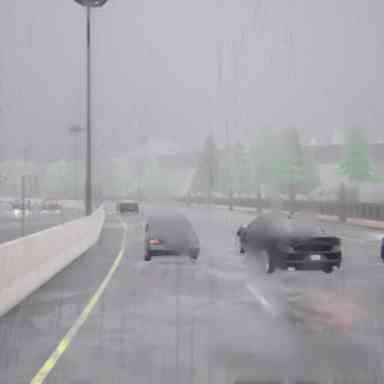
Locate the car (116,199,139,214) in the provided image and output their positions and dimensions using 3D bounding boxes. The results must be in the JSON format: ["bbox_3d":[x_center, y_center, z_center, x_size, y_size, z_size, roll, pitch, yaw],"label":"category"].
[{"bbox_3d":[-7.121,1.527,36.407,1.882,1.535,5.008,0,0,-21],"label":"car"}]

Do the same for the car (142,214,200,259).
[{"bbox_3d":[-0.893,1.560,12.622,2.033,1.411,5.357,0,0,-8],"label":"car"}]

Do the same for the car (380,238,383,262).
[{"bbox_3d":[6.596,1.463,7.806,1.882,1.535,5.008,0,0,-4],"label":"car"}]

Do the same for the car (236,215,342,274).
[{"bbox_3d":[2.801,1.477,10.709,1.882,1.535,5.008,0,0,-6],"label":"car"}]
